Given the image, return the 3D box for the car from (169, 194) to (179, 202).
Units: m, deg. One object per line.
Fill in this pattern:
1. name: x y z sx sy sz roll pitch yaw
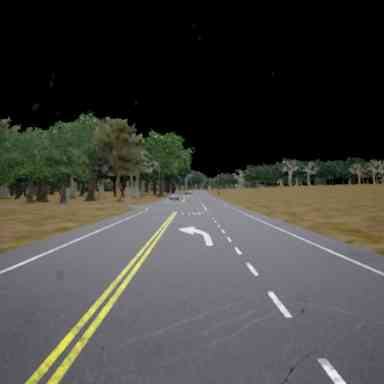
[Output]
1. car: -3.501 1.070 65.817 1.882 1.535 5.008 0 1 0
